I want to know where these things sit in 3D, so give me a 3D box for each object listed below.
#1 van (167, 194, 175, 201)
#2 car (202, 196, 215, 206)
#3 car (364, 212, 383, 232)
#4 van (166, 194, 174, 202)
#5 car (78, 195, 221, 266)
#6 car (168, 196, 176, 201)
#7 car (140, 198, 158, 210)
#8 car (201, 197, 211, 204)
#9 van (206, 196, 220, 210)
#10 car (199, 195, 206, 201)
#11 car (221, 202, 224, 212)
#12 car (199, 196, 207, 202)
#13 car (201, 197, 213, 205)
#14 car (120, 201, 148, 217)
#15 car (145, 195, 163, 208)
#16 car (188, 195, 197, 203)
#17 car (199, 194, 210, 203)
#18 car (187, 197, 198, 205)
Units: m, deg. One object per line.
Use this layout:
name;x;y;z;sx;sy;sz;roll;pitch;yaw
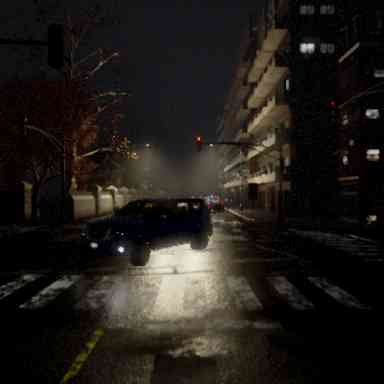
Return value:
van;-5.597;1.536;89.254;1.690;1.788;3.998;0;0;0
car;2.749;1.537;55.465;1.967;1.590;4.097;0;0;0
car;13.486;1.625;20.611;5.009;1.841;2.192;1;-1;0
van;-5.604;1.517;83.625;1.690;1.788;3.998;0;0;0
car;-1.360;1.230;12.123;2.150;2.045;5.566;-1;-1;34
car;-5.592;1.766;94.883;2.008;1.369;4.403;0;0;0
car;-5.643;1.595;44.044;1.752;1.417;4.829;0;0;0
car;2.760;1.671;66.725;1.887;1.381;4.507;0;0;0
van;2.738;1.411;44.205;1.690;1.788;3.998;0;0;0
car;2.783;1.635;89.245;1.967;1.590;4.097;0;0;0
car;2.731;1.603;38.574;1.887;1.381;4.507;0;0;0
car;2.776;1.721;83.616;1.887;1.381;4.507;0;0;0
car;2.753;1.662;61.095;2.008;1.369;4.403;0;0;0
car;-5.655;1.614;32.952;1.947;1.339;4.313;0;0;0
car;-5.638;1.398;49.844;2.192;1.841;5.009;0;0;0
car;0.074;1.518;72.082;1.837;1.490;4.892;0;0;0
car;2.766;1.457;72.356;2.192;1.841;5.009;0;0;0
car;0.062;1.660;61.662;2.033;1.411;5.357;0;0;0
